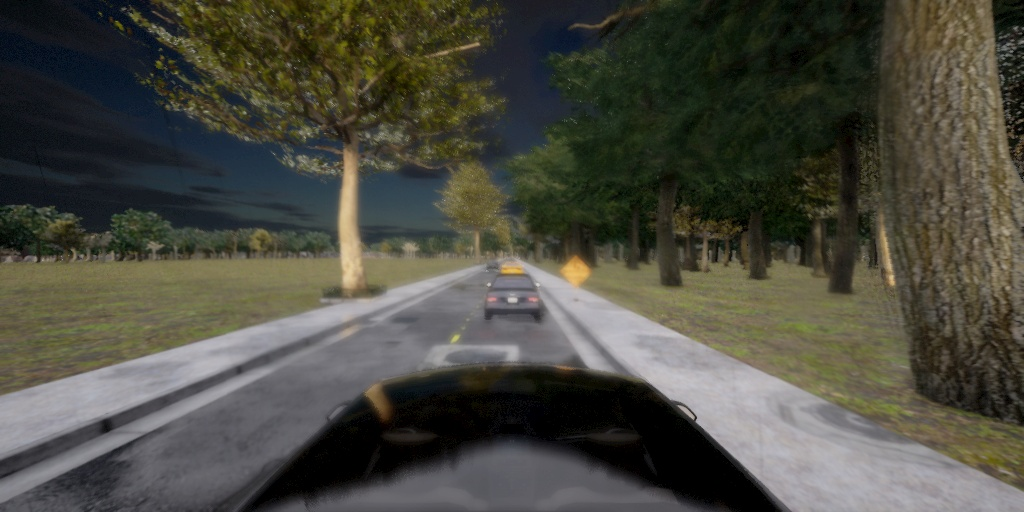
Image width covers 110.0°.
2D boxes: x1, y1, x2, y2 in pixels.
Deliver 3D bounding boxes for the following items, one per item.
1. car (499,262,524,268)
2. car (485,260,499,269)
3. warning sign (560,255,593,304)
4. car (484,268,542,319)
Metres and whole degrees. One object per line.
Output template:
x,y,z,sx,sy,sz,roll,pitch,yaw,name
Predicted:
0.073,1.297,33.133,1.882,1.535,5.008,0,0,0,car
-2.836,1.354,53.423,1.837,1.490,4.892,0,0,0,car
2.516,0.898,14.081,1.300,1.860,1.060,0,0,0,warning sign
0.044,1.327,12.895,2.033,1.411,5.357,0,0,1,car
